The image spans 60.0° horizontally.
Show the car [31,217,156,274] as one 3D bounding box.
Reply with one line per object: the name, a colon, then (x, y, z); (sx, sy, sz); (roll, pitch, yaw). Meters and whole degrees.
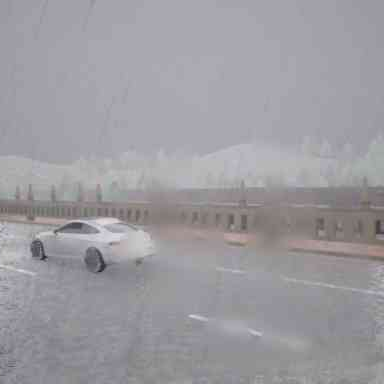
car: (-3.223, 1.525, 10.596); (4.674, 1.442, 1.812); (0, 0, 36)
